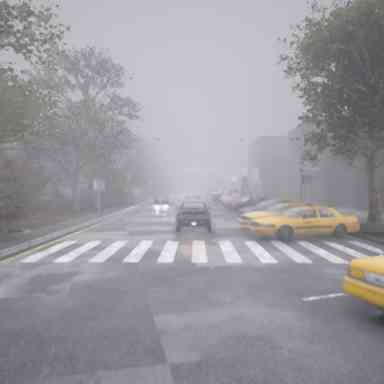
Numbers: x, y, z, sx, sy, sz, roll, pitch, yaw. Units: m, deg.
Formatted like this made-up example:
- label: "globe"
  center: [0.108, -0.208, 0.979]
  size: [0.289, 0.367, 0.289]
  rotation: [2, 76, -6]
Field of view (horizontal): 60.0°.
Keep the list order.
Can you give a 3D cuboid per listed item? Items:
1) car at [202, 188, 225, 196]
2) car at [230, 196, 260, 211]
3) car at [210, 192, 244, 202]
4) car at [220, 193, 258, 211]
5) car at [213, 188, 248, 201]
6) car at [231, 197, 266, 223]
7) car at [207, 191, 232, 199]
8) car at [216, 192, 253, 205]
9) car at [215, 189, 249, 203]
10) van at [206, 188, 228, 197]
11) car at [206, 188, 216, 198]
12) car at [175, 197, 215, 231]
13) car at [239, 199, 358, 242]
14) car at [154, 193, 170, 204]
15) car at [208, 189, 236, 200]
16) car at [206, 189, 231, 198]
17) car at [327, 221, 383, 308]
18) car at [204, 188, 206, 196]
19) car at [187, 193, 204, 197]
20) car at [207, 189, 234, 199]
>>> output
- label: "car"
  center: [5.560, -0.036, 87.393]
  size: [5.566, 2.045, 2.435]
  rotation: [0, 1, -20]
- label: "car"
  center: [5.303, 1.201, 21.327]
  size: [4.892, 1.521, 2.231]
  rotation: [0, 1, -20]
- label: "car"
  center: [5.383, 0.741, 51.326]
  size: [4.792, 1.488, 2.163]
  rotation: [1, 1, -20]
- label: "car"
  center: [5.317, 1.086, 30.327]
  size: [4.674, 1.452, 2.002]
  rotation: [0, 1, -20]
- label: "car"
  center: [5.383, 0.772, 39.336]
  size: [4.553, 1.767, 2.185]
  rotation: [0, 1, -20]
- label: "car"
  center: [5.119, 1.247, 18.263]
  size: [5.366, 1.575, 1.946]
  rotation: [0, 1, -20]
- label: "car"
  center: [5.488, 0.538, 66.350]
  size: [4.674, 1.452, 2.002]
  rotation: [0, 1, -20]
- label: "car"
  center: [5.297, 1.025, 33.318]
  size: [4.792, 1.488, 2.163]
  rotation: [0, 1, -20]
- label: "car"
  center: [5.370, 0.821, 36.335]
  size: [4.553, 1.767, 2.185]
  rotation: [0, 1, -20]
- label: "van"
  center: [5.630, 0.151, 75.402]
  size: [4.442, 1.987, 1.878]
  rotation: [1, 1, -20]
- label: "car"
  center: [5.369, 0.552, 45.307]
  size: [5.566, 2.045, 2.435]
  rotation: [1, 1, -20]
- label: "car"
  center: [0.091, 1.264, 18.807]
  size: [1.837, 1.490, 4.892]
  rotation: [0, 1, 0]
- label: "car"
  center: [5.119, 1.299, 15.261]
  size: [5.366, 1.575, 1.946]
  rotation: [0, 1, -20]
- label: "car"
  center: [-3.953, 0.829, 44.250]
  size: [2.128, 1.511, 4.902]
  rotation: [0, 1, 0]
- label: "car"
  center: [5.427, 0.454, 60.338]
  size: [4.553, 1.767, 2.185]
  rotation: [1, 1, -20]
- label: "car"
  center: [5.533, 0.331, 69.356]
  size: [4.553, 1.767, 2.185]
  rotation: [0, 1, -20]
- label: "car"
  center: [5.480, 1.448, 6.377]
  size: [5.366, 1.575, 1.946]
  rotation: [0, 1, -20]
- label: "car"
  center: [5.405, 0.415, 54.323]
  size: [5.566, 2.045, 2.435]
  rotation: [1, 1, -20]
- label: "car"
  center: [0.134, 1.009, 39.677]
  size: [1.895, 1.301, 4.718]
  rotation: [0, 1, 0]
- label: "car"
  center: [5.442, 0.413, 63.339]
  size: [4.553, 1.767, 2.185]
  rotation: [0, 1, -20]
